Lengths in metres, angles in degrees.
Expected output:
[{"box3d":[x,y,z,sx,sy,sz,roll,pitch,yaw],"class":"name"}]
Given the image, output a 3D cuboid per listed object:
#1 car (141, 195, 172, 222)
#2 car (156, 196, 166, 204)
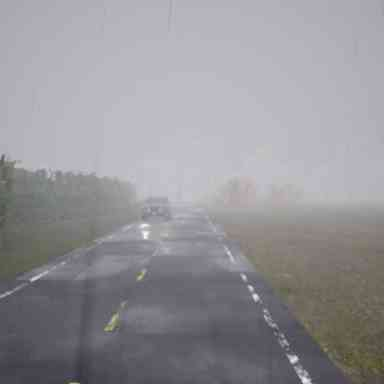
[{"box3d":[-2.862,1.300,27.895,2.150,2.045,5.566,0,0,0],"class":"car"},{"box3d":[-6.565,1.617,69.968,1.882,1.535,5.008,0,0,-10],"class":"car"}]
